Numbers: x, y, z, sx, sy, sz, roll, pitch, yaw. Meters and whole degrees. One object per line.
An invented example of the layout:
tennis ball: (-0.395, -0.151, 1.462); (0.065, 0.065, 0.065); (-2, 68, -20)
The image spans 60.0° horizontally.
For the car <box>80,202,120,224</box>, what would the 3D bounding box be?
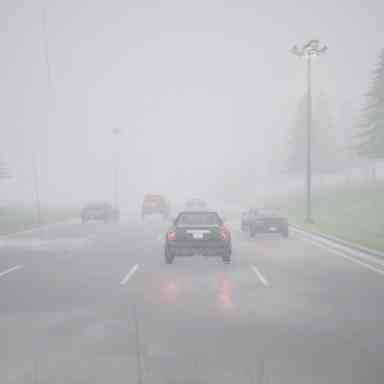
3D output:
car: (-6.675, 1.457, 24.615); (2.128, 1.511, 4.902); (0, 0, 1)

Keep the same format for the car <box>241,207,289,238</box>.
car: (3.754, 1.511, 17.571); (1.812, 1.442, 4.674); (0, 0, 1)

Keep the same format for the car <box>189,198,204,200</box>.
car: (0.379, 1.321, 29.868); (2.097, 1.767, 4.553); (0, 0, 1)

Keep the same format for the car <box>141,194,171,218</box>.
car: (-3.122, 1.185, 29.700); (2.150, 2.045, 5.566); (0, 0, 1)

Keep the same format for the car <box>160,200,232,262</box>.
car: (0.203, 1.339, 12.164); (2.097, 1.767, 4.553); (0, 0, 1)
